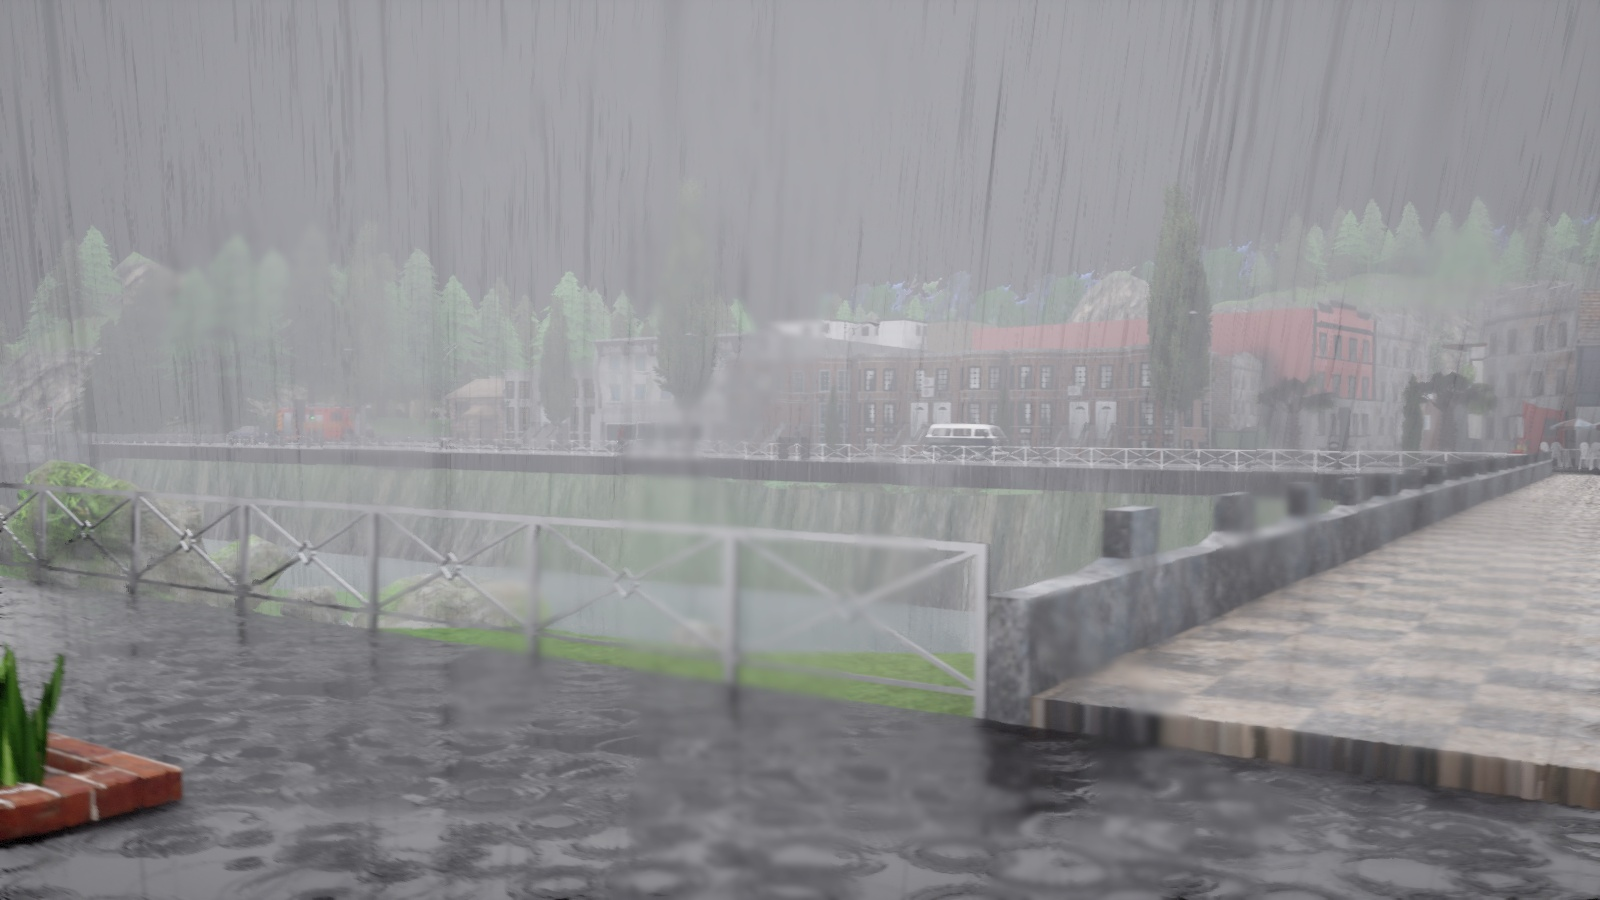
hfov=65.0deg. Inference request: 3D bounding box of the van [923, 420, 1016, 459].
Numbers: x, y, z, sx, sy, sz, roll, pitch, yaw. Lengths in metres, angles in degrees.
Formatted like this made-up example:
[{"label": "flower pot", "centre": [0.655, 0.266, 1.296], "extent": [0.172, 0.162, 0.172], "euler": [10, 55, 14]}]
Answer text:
[{"label": "van", "centre": [9.078, -0.547, 67.417], "extent": [4.480, 2.038, 2.069], "euler": [0, 1, 34]}]
